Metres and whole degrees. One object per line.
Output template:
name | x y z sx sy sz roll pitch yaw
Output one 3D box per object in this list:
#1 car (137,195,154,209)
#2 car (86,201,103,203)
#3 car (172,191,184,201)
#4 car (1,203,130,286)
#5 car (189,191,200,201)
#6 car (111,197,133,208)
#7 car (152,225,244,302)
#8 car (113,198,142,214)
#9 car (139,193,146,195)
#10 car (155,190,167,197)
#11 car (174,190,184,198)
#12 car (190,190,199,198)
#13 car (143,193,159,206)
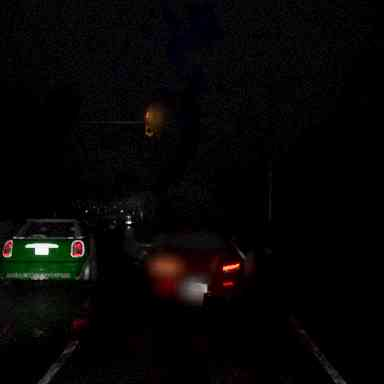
car | -6.805 1.481 44.094 2.128 1.511 4.902 0 0 0
car | -10.388 1.593 35.093 1.895 1.301 4.718 0 0 1
car | -2.926 0.969 66.379 1.882 1.535 5.008 0 3 1
car | -3.361 1.350 9.592 2.097 1.767 4.553 0 0 0
car | 0.576 0.829 66.621 2.097 1.767 4.553 0 3 0
car | -10.260 1.535 49.334 2.033 1.411 5.357 0 0 1
car | 0.131 1.524 8.125 1.812 1.442 4.674 0 0 0
car | -6.879 1.593 34.934 1.895 1.301 4.718 0 0 0
car | -10.025 0.939 67.503 1.837 1.490 4.892 0 3 1
car | -6.493 0.483 70.467 2.150 2.045 5.566 0 3 0
car | -2.944 0.492 76.490 2.128 1.511 4.902 0 3 0
car | 0.559 0.455 76.700 1.837 1.490 4.892 0 3 0
car | -6.704 1.436 55.482 1.837 1.490 4.892 0 1 0
